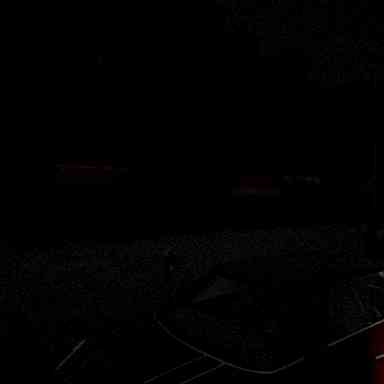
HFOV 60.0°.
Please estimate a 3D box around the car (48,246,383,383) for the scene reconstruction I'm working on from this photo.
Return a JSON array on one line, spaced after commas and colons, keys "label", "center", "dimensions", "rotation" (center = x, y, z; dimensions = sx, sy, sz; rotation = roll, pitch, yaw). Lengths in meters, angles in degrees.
[{"label": "car", "center": [0.708, 1.453, 3.303], "dimensions": [4.097, 1.590, 1.967], "rotation": [1, 0, -35]}]
